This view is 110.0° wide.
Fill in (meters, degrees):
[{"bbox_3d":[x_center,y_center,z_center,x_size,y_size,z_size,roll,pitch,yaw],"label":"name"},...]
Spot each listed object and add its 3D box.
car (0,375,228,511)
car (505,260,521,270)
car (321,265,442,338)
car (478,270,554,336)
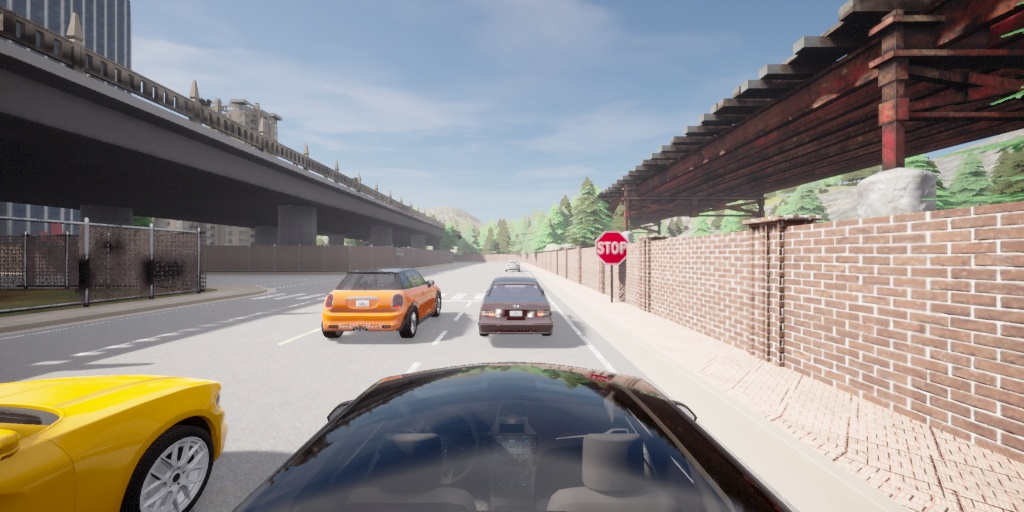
[{"bbox_3d":[-3.397,1.228,1.049,1.882,1.535,5.008,0,0,0],"label":"car"},{"bbox_3d":[0.106,1.276,46.209,1.812,1.442,4.674,0,0,-1],"label":"car"},{"bbox_3d":[-3.414,1.102,10.306,2.097,1.767,4.553,0,0,0],"label":"car"},{"bbox_3d":[0.087,1.297,10.326,2.033,1.411,5.357,0,0,0],"label":"car"}]
